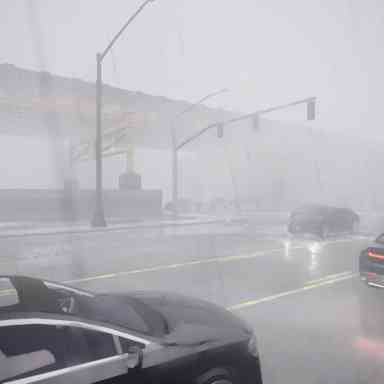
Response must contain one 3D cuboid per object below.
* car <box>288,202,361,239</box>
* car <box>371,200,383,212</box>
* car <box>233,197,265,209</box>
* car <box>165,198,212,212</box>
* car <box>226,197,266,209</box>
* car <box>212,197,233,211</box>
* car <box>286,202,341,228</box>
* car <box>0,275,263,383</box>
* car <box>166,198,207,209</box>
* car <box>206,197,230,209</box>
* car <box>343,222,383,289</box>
[{"bbox_3d":[7.087,1.506,17.637,4.892,1.490,1.837,0,1,-37],"label":"car"},{"bbox_3d":[22.516,1.547,37.819,5.357,1.411,2.033,0,0,-37],"label":"car"},{"bbox_3d":[7.092,1.295,44.434,4.536,1.218,1.853,0,0,-7],"label":"car"},{"bbox_3d":[-0.530,1.453,38.017,4.974,1.542,2.038,0,0,8],"label":"car"},{"bbox_3d":[7.143,1.452,44.440,4.974,1.542,2.038,0,0,-7],"label":"car"},{"bbox_3d":[3.222,1.453,40.692,2.038,1.542,4.974,0,0,18],"label":"car"},{"bbox_3d":[8.628,1.505,23.405,1.837,1.490,4.892,1,1,43],"label":"car"},{"bbox_3d":[-1.529,1.491,2.664,4.902,1.511,2.128,0,0,-35],"label":"car"},{"bbox_3d":[-0.582,1.295,38.025,4.536,1.218,1.853,0,0,8],"label":"car"},{"bbox_3d":[3.238,1.295,40.741,1.853,1.218,4.536,0,0,18],"label":"car"},{"bbox_3d":[5.901,1.505,7.947,4.892,1.490,1.837,0,0,-35],"label":"car"}]
